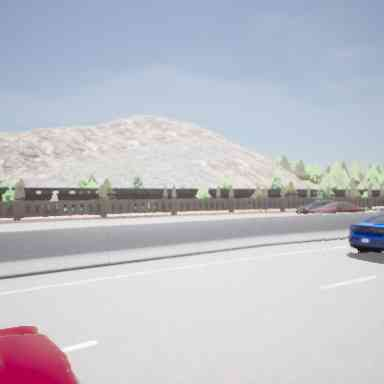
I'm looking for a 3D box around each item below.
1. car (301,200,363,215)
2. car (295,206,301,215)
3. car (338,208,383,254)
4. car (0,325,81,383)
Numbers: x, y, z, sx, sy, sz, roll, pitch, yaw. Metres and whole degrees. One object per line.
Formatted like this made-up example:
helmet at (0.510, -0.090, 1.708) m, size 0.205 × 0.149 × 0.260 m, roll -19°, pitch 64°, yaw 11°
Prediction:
car at (10.902, 1.483, 25.109) m, size 4.674 × 1.442 × 1.812 m, roll 0°, pitch 0°, yaw -22°
car at (11.334, 1.458, 29.043) m, size 4.892 × 1.490 × 1.837 m, roll 0°, pitch 0°, yaw -22°
car at (7.917, 1.453, 12.051) m, size 5.008 × 1.535 × 1.882 m, roll 0°, pitch 0°, yaw -26°
car at (-2.920, 1.604, 1.595) m, size 4.718 × 1.301 × 1.895 m, roll 0°, pitch 0°, yaw -36°
